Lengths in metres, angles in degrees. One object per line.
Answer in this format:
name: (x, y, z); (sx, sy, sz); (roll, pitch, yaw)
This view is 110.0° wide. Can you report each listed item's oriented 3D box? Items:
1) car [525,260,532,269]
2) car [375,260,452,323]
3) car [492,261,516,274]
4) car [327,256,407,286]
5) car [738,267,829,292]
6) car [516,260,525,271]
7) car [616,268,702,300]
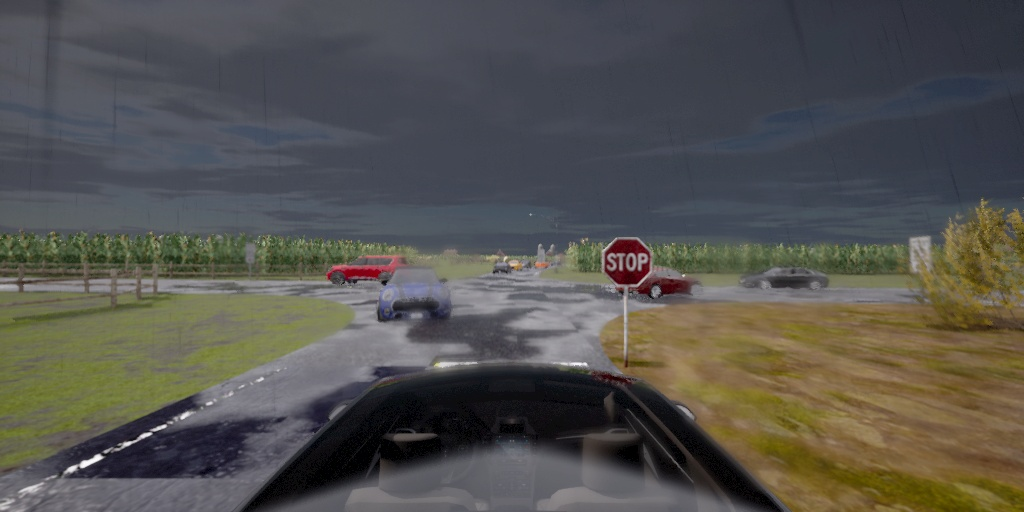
car: (2.318, 1.533, 64.192); (2.128, 1.511, 4.902); (0, 0, 12)
car: (-3.382, 1.145, 12.492); (2.097, 1.767, 4.553); (0, 0, -17)
car: (-1.135, 1.482, 44.173); (2.033, 1.411, 5.357); (0, 0, 6)
car: (-9.887, 1.010, 25.050); (5.566, 2.045, 2.150); (0, 0, 4)
car: (17.269, 1.462, 22.939); (4.892, 1.490, 1.837); (0, 0, 5)
car: (0.327, 1.462, 54.141); (1.882, 1.535, 5.008); (0, 0, 10)
car: (7.700, 1.346, 18.654); (5.008, 1.535, 1.882); (1, -2, -28)
